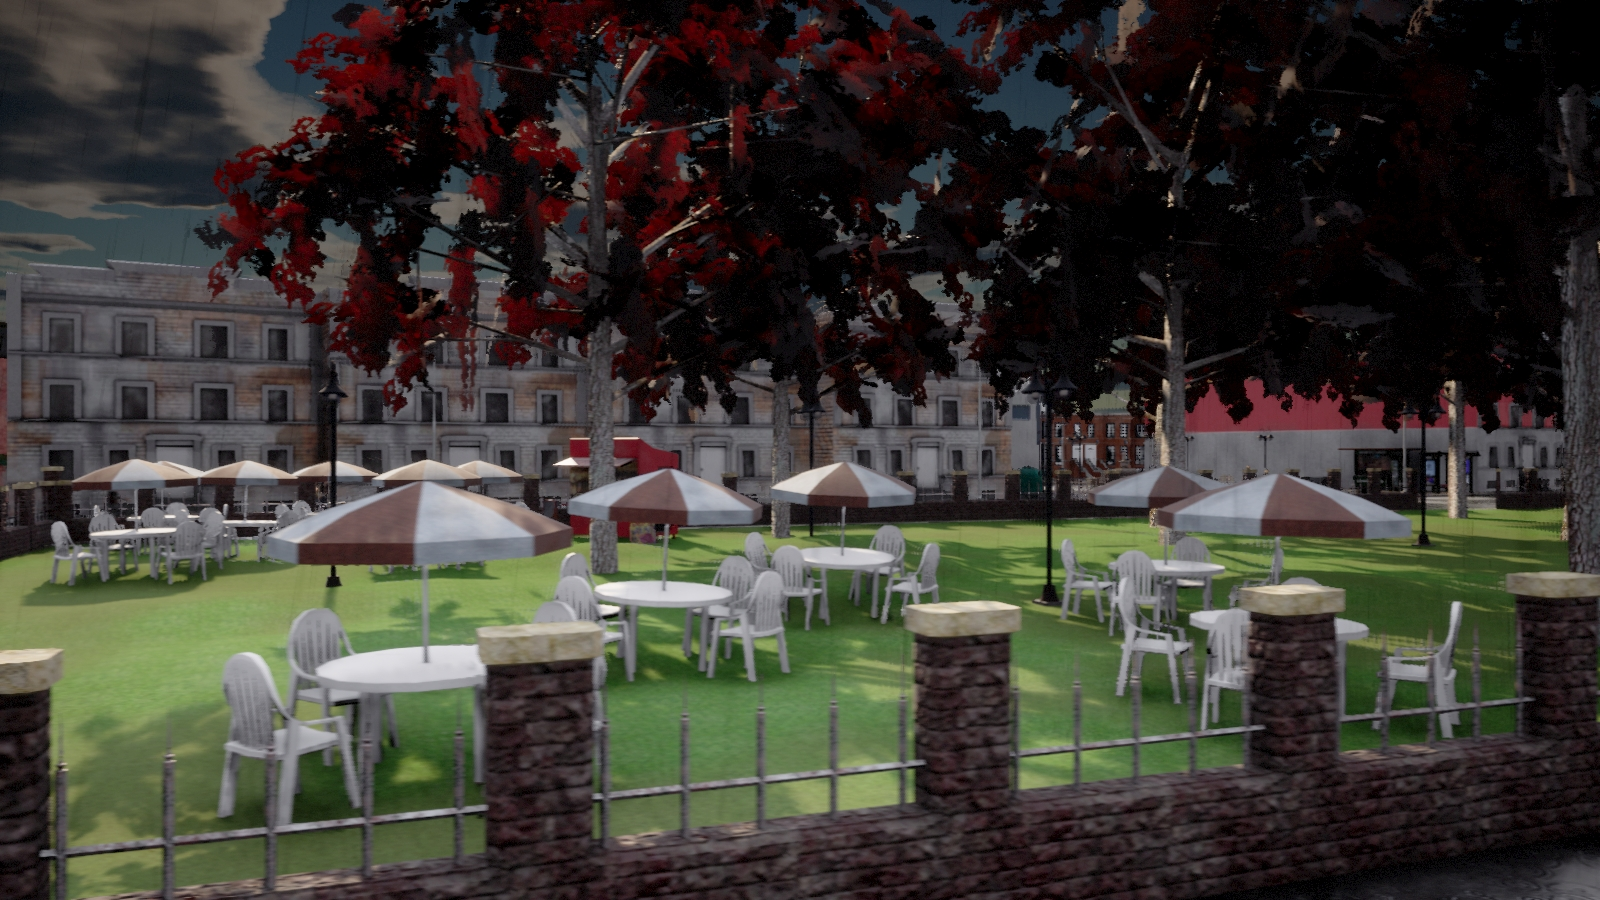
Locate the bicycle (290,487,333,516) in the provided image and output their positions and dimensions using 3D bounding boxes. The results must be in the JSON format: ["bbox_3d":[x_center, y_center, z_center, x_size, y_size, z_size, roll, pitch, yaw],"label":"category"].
[{"bbox_3d":[-19.225,2.036,44.992,1.487,1.080,0.859,0,0,-21],"label":"bicycle"}]
